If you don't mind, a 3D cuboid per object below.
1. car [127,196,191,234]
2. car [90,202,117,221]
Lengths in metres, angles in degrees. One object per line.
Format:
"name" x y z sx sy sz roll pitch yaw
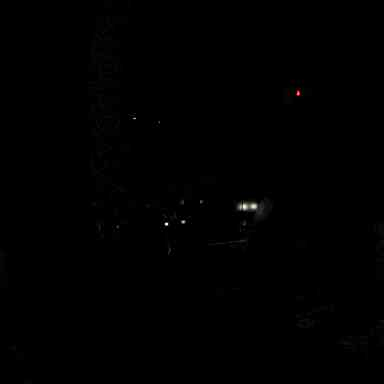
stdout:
"car" -2.080 1.294 20.399 2.150 2.045 5.566 0 0 -36
"car" -8.170 1.596 28.923 1.882 1.535 5.008 0 0 -35
